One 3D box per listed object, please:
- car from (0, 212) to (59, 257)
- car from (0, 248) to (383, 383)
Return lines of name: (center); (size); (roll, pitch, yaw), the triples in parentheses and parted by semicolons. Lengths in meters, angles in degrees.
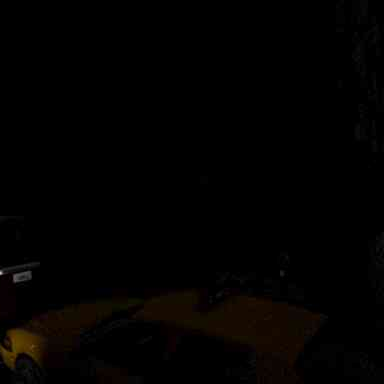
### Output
car: (-4.404, 1.313, 6.224); (5.009, 1.841, 2.192); (0, 1, 36)
car: (0.001, 1.525, 3.074); (4.829, 1.417, 1.752); (0, 1, 36)
